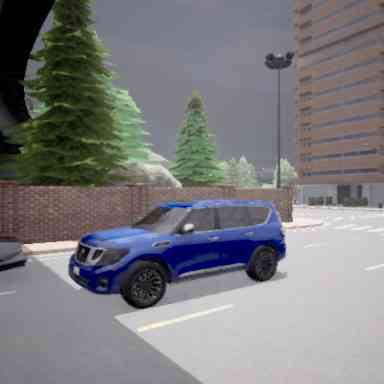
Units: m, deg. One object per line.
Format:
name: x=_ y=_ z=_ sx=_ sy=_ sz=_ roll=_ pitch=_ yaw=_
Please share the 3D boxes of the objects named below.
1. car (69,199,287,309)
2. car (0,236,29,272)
car: x=-0.037 y=1.222 z=8.225 sx=5.566 sy=2.045 sz=2.150 roll=0 pitch=0 yaw=-35
car: x=-6.826 y=1.547 z=7.712 sx=5.357 sy=1.411 sz=2.033 roll=0 pitch=0 yaw=-35
